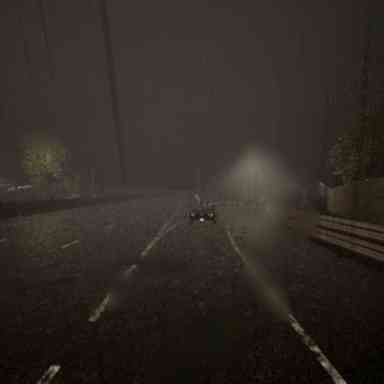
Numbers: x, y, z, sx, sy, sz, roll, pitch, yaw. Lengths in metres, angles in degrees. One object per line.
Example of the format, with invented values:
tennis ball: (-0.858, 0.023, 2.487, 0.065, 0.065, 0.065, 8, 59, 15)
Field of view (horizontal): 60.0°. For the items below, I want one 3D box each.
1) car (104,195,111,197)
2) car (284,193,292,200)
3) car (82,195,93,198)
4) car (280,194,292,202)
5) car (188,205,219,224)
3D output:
car: (-20.987, 1.528, 83.438, 1.994, 1.385, 4.181, 0, 0, 0)
car: (26.336, 1.183, 91.094, 1.812, 1.442, 4.674, 0, 4, 19)
car: (-20.989, 1.470, 67.189, 1.837, 1.490, 4.892, 0, 0, 0)
car: (22.838, 1.742, 81.618, 1.882, 1.535, 5.008, 0, 3, 20)
car: (1.009, 1.590, 24.833, 1.895, 1.301, 4.718, 0, 0, 9)
